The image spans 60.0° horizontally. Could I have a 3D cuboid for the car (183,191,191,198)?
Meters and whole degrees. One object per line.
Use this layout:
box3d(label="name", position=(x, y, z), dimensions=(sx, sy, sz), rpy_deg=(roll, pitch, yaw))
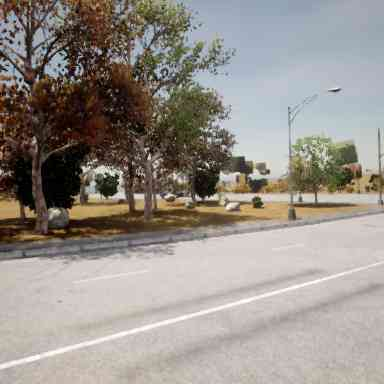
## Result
box3d(label="car", position=(-1.905, 0.451, 69.394), dimensions=(2.128, 1.511, 4.902), rpy_deg=(-4, 2, -39))

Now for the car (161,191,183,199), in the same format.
box3d(label="car", position=(-4.627, 0.625, 67.200), dimensions=(2.128, 1.511, 4.902), rpy_deg=(-4, 2, -39))
